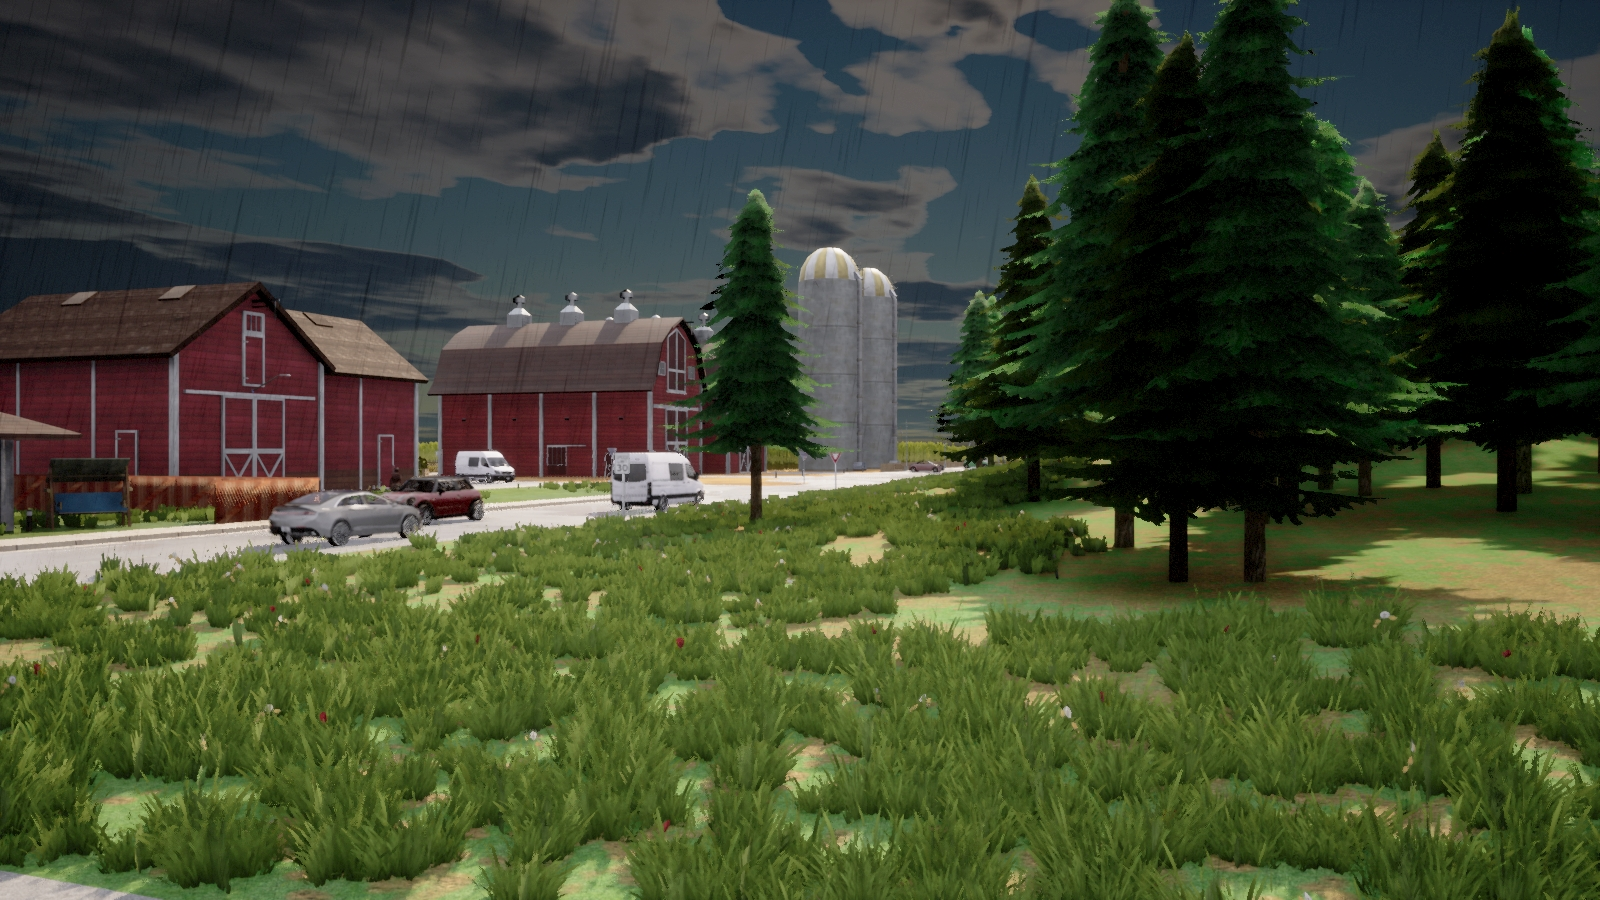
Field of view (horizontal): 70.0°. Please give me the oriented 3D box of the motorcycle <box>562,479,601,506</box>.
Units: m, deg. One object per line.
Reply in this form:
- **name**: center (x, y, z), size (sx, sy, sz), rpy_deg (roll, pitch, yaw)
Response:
- **motorcycle**: center (-10.648, 2.065, 55.749), size (0.867, 1.251, 2.209), rpy_deg (0, 0, 20)

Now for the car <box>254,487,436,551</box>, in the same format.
- **car**: center (-12.923, 1.907, 32.826), size (2.128, 1.511, 4.902), rpy_deg (0, 0, 20)

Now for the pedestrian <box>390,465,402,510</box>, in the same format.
- **pedestrian**: center (-16.894, 1.555, 47.755), size (0.375, 1.860, 0.375), rpy_deg (0, 0, -2)

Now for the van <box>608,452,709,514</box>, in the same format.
- **van**: center (-6.240, 1.394, 51.210), size (1.988, 2.561, 5.915), rpy_deg (0, 0, 20)

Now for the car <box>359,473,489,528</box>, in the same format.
- **car**: center (-13.527, 1.766, 41.421), size (2.097, 1.767, 4.553), rpy_deg (0, 0, 20)
